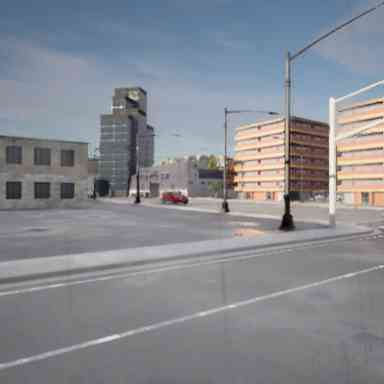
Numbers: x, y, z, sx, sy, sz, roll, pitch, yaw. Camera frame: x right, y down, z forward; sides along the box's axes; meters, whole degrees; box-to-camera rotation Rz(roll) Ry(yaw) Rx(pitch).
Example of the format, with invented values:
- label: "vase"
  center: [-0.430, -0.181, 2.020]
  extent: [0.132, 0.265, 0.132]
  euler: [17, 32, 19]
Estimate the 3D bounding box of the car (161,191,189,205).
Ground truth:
- label: "car"
  center: [-2.722, 0.876, 52.070]
  extent: [2.150, 2.045, 5.566]
  euler: [0, 1, -34]
